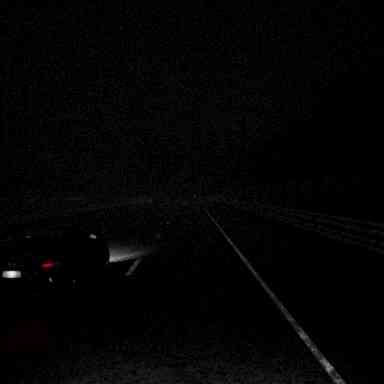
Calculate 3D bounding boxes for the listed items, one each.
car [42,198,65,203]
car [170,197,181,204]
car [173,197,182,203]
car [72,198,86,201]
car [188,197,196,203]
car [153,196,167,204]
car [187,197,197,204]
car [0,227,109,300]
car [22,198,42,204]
[{"bbox_3d":[-21.041,1.651,51.737,1.812,1.442,4.674,0,0,1],"label":"car"},{"bbox_3d":[-3.505,1.841,69.733,1.837,1.490,4.892,0,-1,0],"label":"car"},{"bbox_3d":[-3.506,1.953,80.182,1.895,1.301,4.718,0,-1,0],"label":"car"},{"bbox_3d":[-17.545,1.653,51.804,1.812,1.442,4.674,0,0,1],"label":"car"},{"bbox_3d":[-0.006,1.911,80.153,1.994,1.385,4.181,0,-1,0],"label":"car"},{"bbox_3d":[-7.005,1.698,70.054,2.097,1.767,4.553,0,-1,0],"label":"car"},{"bbox_3d":[-0.005,1.846,70.116,1.837,1.490,4.892,0,-1,0],"label":"car"},{"bbox_3d":[-3.501,1.574,8.484,1.994,1.385,4.181,0,0,0],"label":"car"},{"bbox_3d":[-24.538,1.650,51.689,1.812,1.442,4.674,0,0,1],"label":"car"}]
